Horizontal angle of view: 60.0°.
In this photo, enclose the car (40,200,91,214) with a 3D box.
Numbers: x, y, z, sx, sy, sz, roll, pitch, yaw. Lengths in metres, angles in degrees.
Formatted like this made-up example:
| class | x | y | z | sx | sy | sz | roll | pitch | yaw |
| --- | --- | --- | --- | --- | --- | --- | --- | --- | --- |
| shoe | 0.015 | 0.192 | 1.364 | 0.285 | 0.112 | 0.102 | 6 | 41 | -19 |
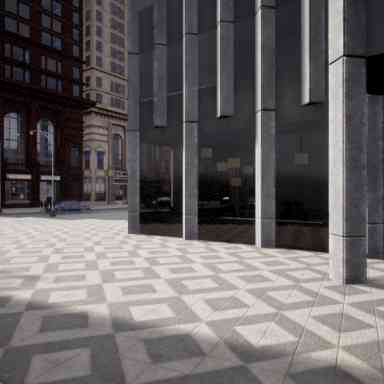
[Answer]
| class | x | y | z | sx | sy | sz | roll | pitch | yaw |
| --- | --- | --- | --- | --- | --- | --- | --- | --- | --- |
| car | -13.762 | 1.619 | 36.526 | 2.033 | 1.411 | 5.357 | 0 | 0 | 36 |
